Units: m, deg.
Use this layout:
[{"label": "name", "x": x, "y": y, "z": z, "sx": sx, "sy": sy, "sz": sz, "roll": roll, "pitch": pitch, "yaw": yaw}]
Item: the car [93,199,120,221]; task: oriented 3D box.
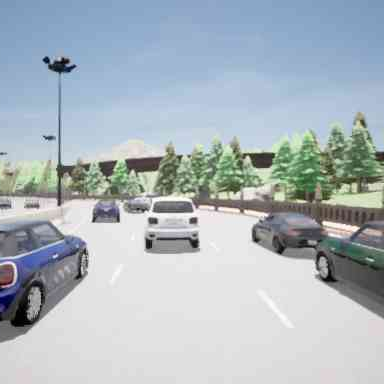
[{"label": "car", "x": -6.979, "y": 1.368, "z": 27.185, "sx": 2.097, "sy": 1.767, "sz": 4.553, "roll": 0, "pitch": 0, "yaw": -14}]

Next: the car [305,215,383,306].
[{"label": "car", "x": 4.388, "y": 1.369, "z": 7.020, "sx": 2.097, "sy": 1.767, "sz": 4.553, "roll": 0, "pitch": 0, "yaw": -3}]

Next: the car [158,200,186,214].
[{"label": "car", "x": -2.260, "y": 1.601, "z": 36.358, "sx": 1.994, "sy": 1.385, "sz": 4.181, "roll": 0, "pitch": 0, "yaw": -20}]

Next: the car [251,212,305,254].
[{"label": "car", "x": 3.831, "y": 1.551, "z": 13.608, "sx": 1.812, "sy": 1.442, "sz": 4.674, "roll": 0, "pitch": 0, "yaw": -7}]

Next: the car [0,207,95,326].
[{"label": "car", "x": -3.764, "y": 1.352, "z": 7.170, "sx": 2.097, "sy": 1.767, "sz": 4.553, "roll": 0, "pitch": 0, "yaw": -3}]

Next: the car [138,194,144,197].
[{"label": "car", "x": -6.704, "y": 1.261, "z": 47.492, "sx": 2.150, "sy": 2.045, "sz": 5.566, "roll": 0, "pitch": 0, "yaw": -25}]

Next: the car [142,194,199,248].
[{"label": "car", "x": -1.022, "y": 1.239, "z": 15.112, "sx": 2.150, "sy": 2.045, "sz": 5.566, "roll": 0, "pitch": 0, "yaw": -7}]

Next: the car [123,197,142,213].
[{"label": "car", "x": -6.621, "y": 1.576, "z": 37.845, "sx": 2.033, "sy": 1.411, "sz": 5.357, "roll": 0, "pitch": 0, "yaw": -20}]
